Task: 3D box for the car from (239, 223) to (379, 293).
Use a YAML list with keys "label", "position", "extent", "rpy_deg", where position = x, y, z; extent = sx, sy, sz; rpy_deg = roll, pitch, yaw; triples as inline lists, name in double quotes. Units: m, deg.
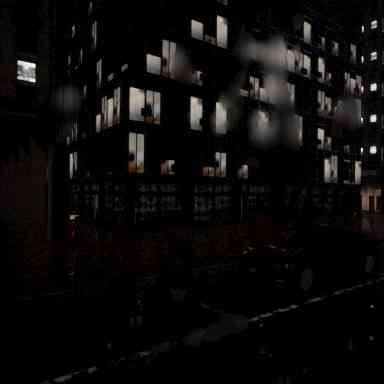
- label: "car"
  position: [3.227, 1.546, 8.853]
  extent: [4.507, 1.381, 1.887]
  rpy_deg: [0, 1, -36]
